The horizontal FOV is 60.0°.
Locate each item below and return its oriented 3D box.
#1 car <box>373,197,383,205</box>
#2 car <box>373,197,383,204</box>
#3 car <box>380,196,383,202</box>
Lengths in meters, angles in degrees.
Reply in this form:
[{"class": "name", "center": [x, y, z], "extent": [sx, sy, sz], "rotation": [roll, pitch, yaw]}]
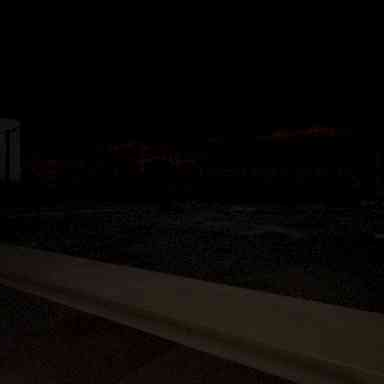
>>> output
[{"class": "car", "center": [37.492, 1.732, 65.353], "extent": [2.038, 1.542, 4.974], "rotation": [1, 1, 6]}, {"class": "car", "center": [37.499, 1.574, 65.403], "extent": [1.853, 1.218, 4.536], "rotation": [1, 1, 6]}, {"class": "car", "center": [48.557, 1.734, 80.631], "extent": [4.974, 1.542, 2.038], "rotation": [1, 1, -4]}]
